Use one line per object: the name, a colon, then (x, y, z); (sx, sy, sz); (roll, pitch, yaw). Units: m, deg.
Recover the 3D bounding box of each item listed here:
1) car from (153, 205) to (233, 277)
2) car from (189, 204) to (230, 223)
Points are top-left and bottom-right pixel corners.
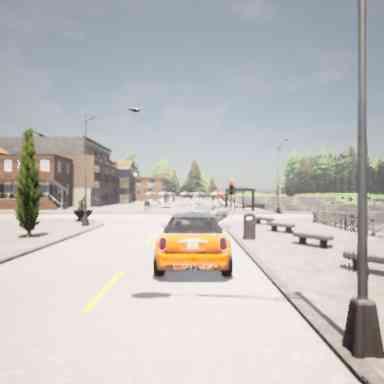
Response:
car: (0.044, 1.396, 10.594); (2.097, 1.767, 4.553); (0, 0, 1)
car: (1.561, 1.716, 27.941); (1.895, 1.301, 4.718); (0, 0, 23)
